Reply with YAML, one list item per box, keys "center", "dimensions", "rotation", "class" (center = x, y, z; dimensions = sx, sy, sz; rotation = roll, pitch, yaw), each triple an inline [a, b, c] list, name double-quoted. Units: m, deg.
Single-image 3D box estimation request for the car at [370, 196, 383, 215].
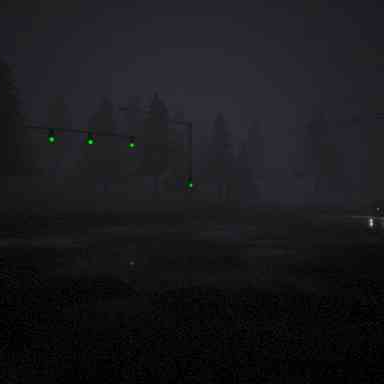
- center: [19.901, 1.221, 32.584]
  dimensions: [5.566, 2.045, 2.150]
  rotation: [0, 0, -29]
  class: "car"
